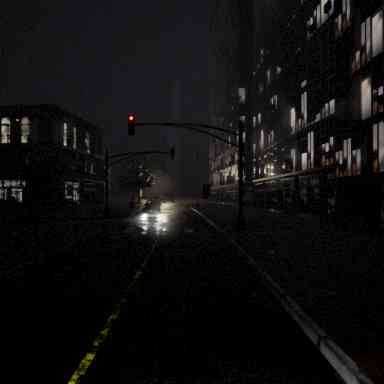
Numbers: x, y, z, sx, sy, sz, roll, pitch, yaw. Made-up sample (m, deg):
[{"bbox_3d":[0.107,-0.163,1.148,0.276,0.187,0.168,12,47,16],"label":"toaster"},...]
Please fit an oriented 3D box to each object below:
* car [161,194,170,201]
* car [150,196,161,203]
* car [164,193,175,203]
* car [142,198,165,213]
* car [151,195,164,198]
[{"bbox_3d":[-6.416,1.335,79.403,1.812,1.442,4.674,0,0,-10],"label":"car"},{"bbox_3d":[-7.396,1.545,67.098,1.994,1.385,4.181,0,0,-8],"label":"car"},{"bbox_3d":[-4.868,1.208,69.136,2.150,2.045,5.566,0,0,-8],"label":"car"},{"bbox_3d":[-4.331,1.595,36.623,1.895,1.301,4.718,0,0,-3],"label":"car"},{"bbox_3d":[-5.729,1.494,52.673,1.837,1.490,4.892,0,0,-6],"label":"car"}]
